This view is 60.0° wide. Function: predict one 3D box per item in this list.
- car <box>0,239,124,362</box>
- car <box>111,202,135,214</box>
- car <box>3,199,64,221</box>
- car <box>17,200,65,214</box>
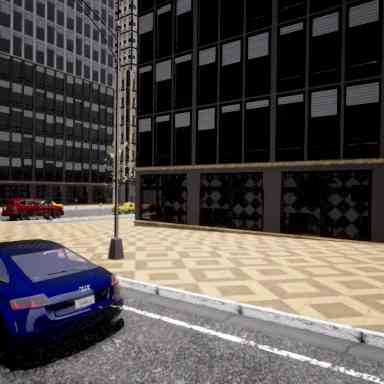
[{"bbox_3d":[-3.212,1.561,5.956,4.181,1.385,1.994,0,0,34],"label":"car"},{"bbox_3d":[-7.051,1.830,38.403,1.752,1.417,4.829,1,0,36],"label":"car"},{"bbox_3d":[-13.814,1.520,29.166,2.192,1.841,5.009,1,0,36],"label":"car"},{"bbox_3d":[-17.347,1.643,38.527,1.752,1.417,4.829,1,0,36],"label":"car"}]
